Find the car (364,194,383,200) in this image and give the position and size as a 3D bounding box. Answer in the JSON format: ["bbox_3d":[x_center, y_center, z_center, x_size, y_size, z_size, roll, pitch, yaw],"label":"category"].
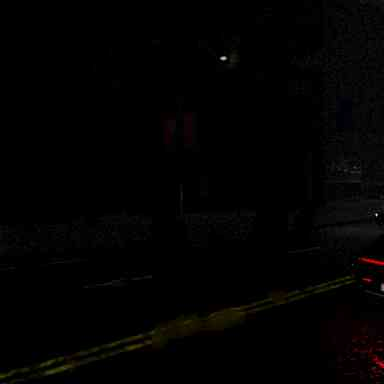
[{"bbox_3d":[39.861,1.125,72.468,1.802,1.307,4.206,-1,1,-35],"label":"car"}]

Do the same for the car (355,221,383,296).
[{"bbox_3d":[5.547,1.468,7.410,4.892,1.490,1.837,-1,1,-35],"label":"car"}]

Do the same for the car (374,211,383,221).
[{"bbox_3d":[13.710,1.490,21.452,4.718,1.301,1.895,0,0,-35],"label":"car"}]
